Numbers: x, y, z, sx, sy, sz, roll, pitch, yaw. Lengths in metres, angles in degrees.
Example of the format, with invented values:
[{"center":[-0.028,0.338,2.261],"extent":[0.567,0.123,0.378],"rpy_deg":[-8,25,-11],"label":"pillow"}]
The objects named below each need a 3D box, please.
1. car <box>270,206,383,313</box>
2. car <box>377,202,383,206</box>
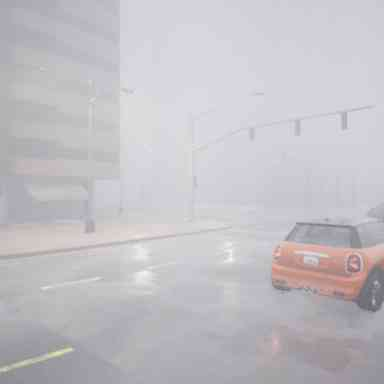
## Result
[{"center":[3.856,1.367,8.039],"extent":[4.553,1.767,2.097],"rpy_deg":[0,0,-45],"label":"car"},{"center":[12.907,1.416,21.605],"extent":[2.097,1.767,4.553],"rpy_deg":[0,0,13],"label":"car"}]
